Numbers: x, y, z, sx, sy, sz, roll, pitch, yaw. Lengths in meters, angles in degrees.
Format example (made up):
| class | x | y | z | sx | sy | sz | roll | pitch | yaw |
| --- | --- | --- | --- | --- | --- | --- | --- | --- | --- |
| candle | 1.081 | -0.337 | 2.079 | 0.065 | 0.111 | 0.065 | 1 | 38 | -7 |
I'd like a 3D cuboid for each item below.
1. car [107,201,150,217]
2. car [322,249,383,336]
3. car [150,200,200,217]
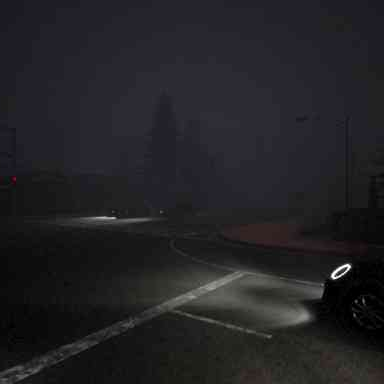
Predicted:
| class | x | y | z | sx | sy | sz | roll | pitch | yaw |
| --- | --- | --- | --- | --- | --- | --- | --- | --- | --- |
| car | -5.766 | 1.548 | 30.944 | 1.994 | 1.385 | 4.181 | 0 | 0 | 38 |
| car | 4.491 | 1.356 | 5.137 | 4.553 | 1.767 | 2.097 | 0 | 0 | 38 |
| car | -1.213 | 1.479 | 31.117 | 2.128 | 1.511 | 4.902 | 0 | 0 | 38 |
